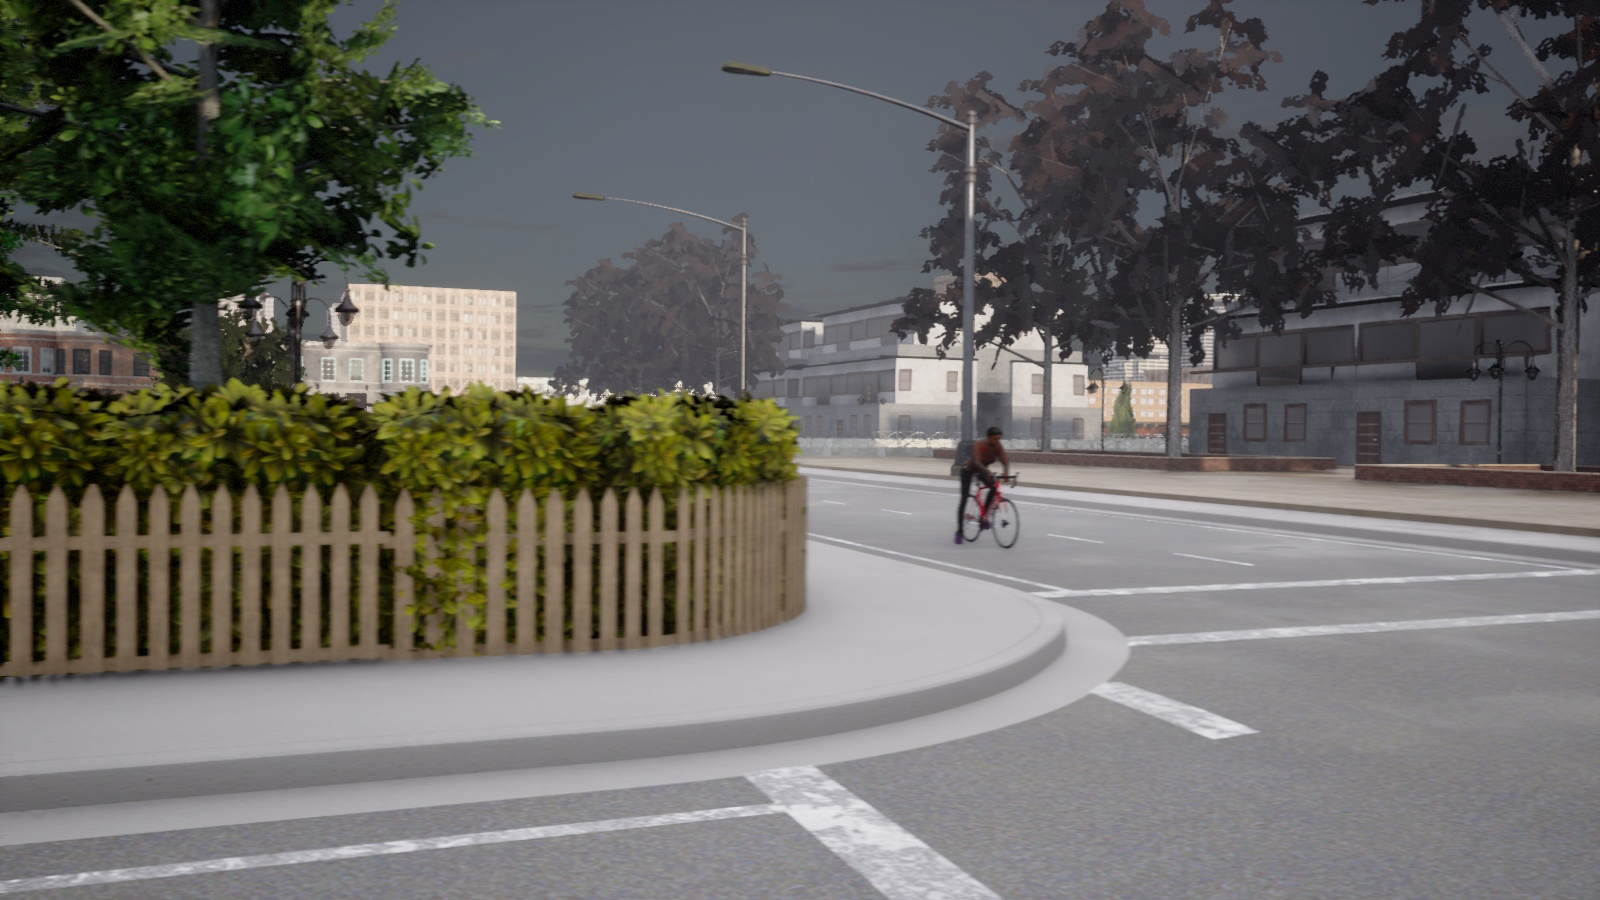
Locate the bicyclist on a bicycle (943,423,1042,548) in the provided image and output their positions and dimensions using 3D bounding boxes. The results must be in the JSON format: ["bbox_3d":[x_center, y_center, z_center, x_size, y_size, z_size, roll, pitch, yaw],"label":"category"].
[{"bbox_3d":[2.606,0.450,17.149,0.582,1.620,1.656,-1,1,-21],"label":"bicyclist on a bicycle"}]
